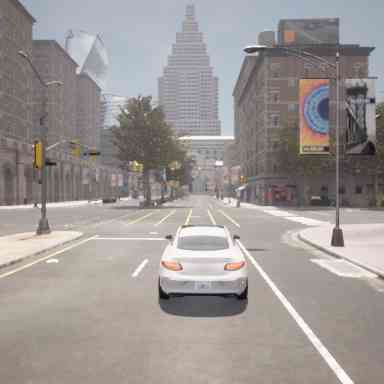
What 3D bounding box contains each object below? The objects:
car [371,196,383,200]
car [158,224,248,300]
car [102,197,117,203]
[{"bbox_3d":[36.007,1.481,67.556,2.231,1.521,4.892,0,0,1],"label":"car"},{"bbox_3d":[0.266,1.526,8.303,1.812,1.442,4.674,0,0,2],"label":"car"},{"bbox_3d":[-16.705,1.595,67.376,1.895,1.301,4.718,0,0,1],"label":"car"}]
